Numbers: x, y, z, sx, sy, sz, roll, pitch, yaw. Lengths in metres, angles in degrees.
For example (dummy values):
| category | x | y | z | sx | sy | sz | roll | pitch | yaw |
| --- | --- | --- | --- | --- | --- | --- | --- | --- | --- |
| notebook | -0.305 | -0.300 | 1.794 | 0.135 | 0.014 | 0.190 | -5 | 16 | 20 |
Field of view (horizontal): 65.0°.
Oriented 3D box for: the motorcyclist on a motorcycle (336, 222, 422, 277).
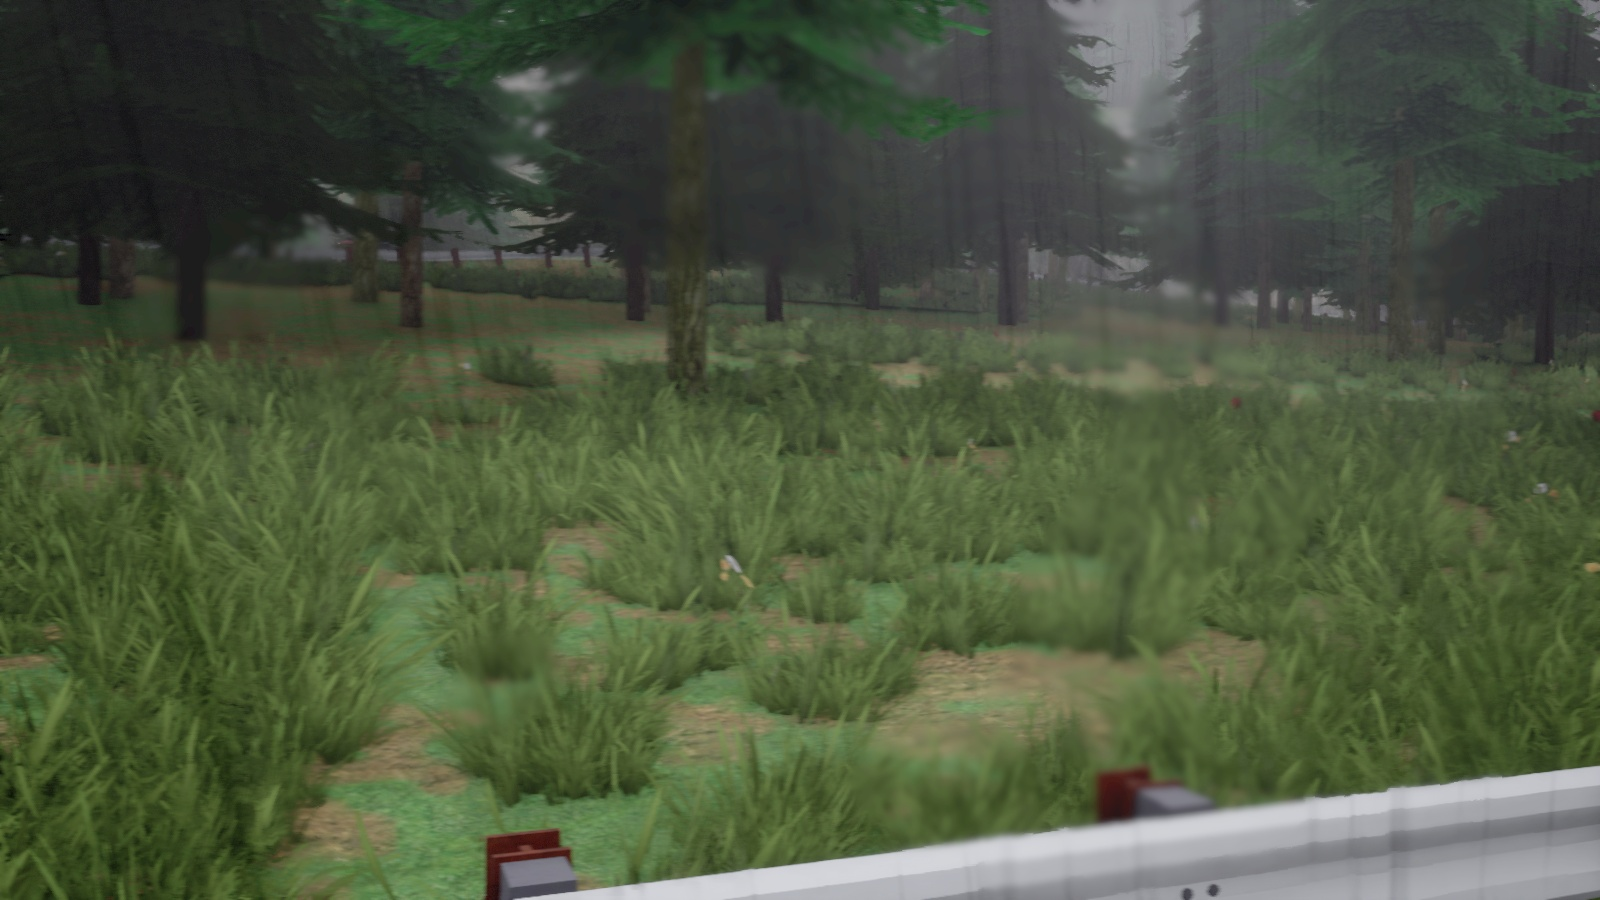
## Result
| category | x | y | z | sx | sy | sz | roll | pitch | yaw |
| --- | --- | --- | --- | --- | --- | --- | --- | --- | --- |
| motorcyclist on a motorcycle | -13.518 | -6.443 | 40.346 | 2.350 | 1.649 | 0.766 | -6 | 3 | -32 |
